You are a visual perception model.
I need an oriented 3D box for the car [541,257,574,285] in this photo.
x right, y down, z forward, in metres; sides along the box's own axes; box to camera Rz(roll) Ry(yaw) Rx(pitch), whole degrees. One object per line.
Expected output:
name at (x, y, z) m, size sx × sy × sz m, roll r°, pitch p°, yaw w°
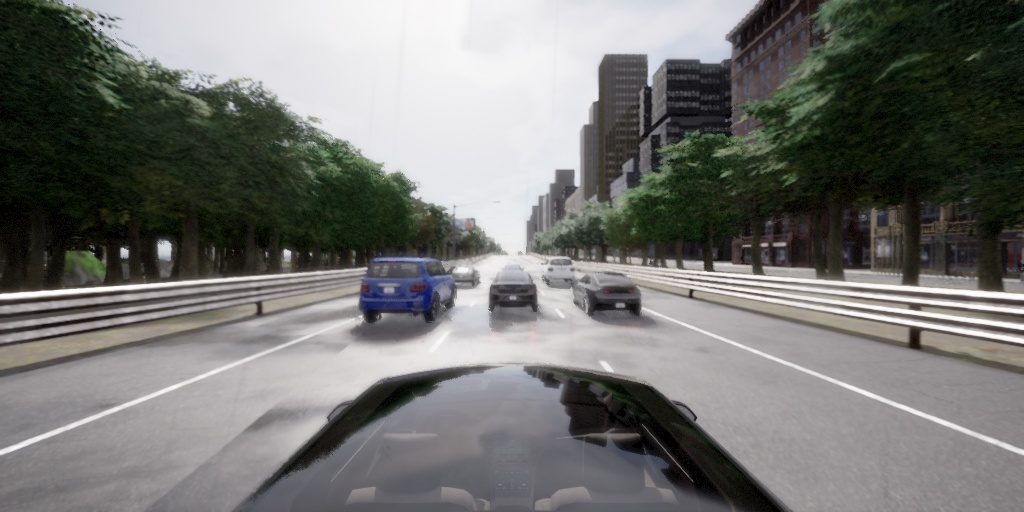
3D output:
car at (3.551, 1.109, 27.984) m, size 2.150 × 2.045 × 5.566 m, roll 0°, pitch 0°, yaw 1°

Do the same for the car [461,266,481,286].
car at (-3.460, 1.435, 26.862) m, size 2.033 × 1.411 × 5.357 m, roll 0°, pitch 0°, yaw 1°

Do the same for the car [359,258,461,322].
car at (-3.459, 1.077, 12.871) m, size 2.150 × 2.045 × 5.566 m, roll 0°, pitch 0°, yaw 1°

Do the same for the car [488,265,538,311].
car at (0.062, 1.345, 15.246) m, size 1.882 × 1.535 × 5.008 m, roll 0°, pitch 0°, yaw 0°

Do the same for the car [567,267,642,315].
car at (3.553, 1.367, 14.096) m, size 1.837 × 1.490 × 4.892 m, roll 0°, pitch 0°, yaw 1°
